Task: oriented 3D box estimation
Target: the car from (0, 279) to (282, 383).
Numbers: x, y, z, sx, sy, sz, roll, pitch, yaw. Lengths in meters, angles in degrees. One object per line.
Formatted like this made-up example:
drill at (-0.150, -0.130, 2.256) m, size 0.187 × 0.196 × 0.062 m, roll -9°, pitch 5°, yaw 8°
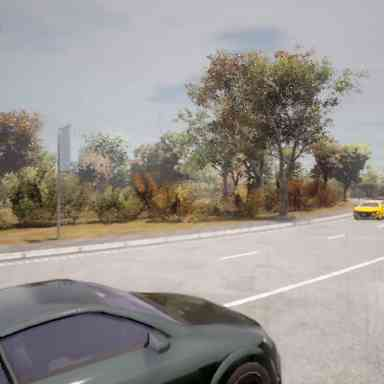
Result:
car at (-1.093, 1.572, 3.088) m, size 4.181 × 1.385 × 1.994 m, roll 0°, pitch 0°, yaw -36°

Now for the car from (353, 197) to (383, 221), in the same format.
car at (14.826, 1.465, 27.408) m, size 1.882 × 1.535 × 5.008 m, roll 0°, pitch 0°, yaw 40°
